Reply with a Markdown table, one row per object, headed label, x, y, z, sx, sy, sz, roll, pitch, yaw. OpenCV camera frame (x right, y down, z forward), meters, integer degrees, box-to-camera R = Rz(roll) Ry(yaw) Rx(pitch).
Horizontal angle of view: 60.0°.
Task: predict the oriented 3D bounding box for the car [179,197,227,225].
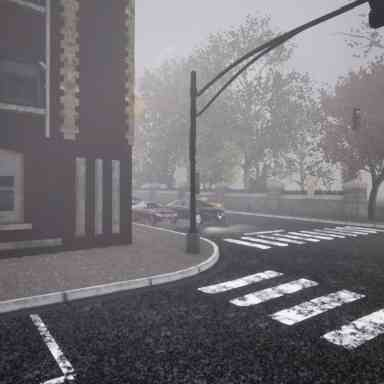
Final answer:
| label | x | y | z | sx | sy | sz | roll | pitch | yaw |
| --- | --- | --- | --- | --- | --- | --- | --- | --- | --- |
| car | 0.164 | 1.208 | 21.687 | 1.837 | 1.490 | 4.892 | 0 | 1 | -39 |

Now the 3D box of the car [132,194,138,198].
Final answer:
| label | x | y | z | sx | sy | sz | roll | pitch | yaw |
| --- | --- | --- | --- | --- | --- | --- | --- | --- | --- |
| car | -5.688 | 1.029 | 29.833 | 1.837 | 1.490 | 4.892 | 0 | 1 | -36 |

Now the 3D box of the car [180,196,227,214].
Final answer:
| label | x | y | z | sx | sy | sz | roll | pitch | yaw |
| --- | --- | --- | --- | --- | --- | --- | --- | --- | --- |
| car | 0.950 | 1.130 | 30.551 | 1.752 | 1.417 | 4.829 | 1 | 0 | -36 |

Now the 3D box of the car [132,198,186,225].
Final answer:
| label | x | y | z | sx | sy | sz | roll | pitch | yaw |
| --- | --- | --- | --- | --- | --- | --- | --- | --- | --- |
| car | -2.503 | 1.257 | 21.022 | 1.802 | 1.307 | 4.206 | 2 | 0 | -36 |

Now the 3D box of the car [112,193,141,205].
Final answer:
| label | x | y | z | sx | sy | sz | roll | pitch | yaw |
| --- | --- | --- | --- | --- | --- | --- | --- | --- | --- |
| car | -8.681 | 0.864 | 43.876 | 2.008 | 1.369 | 4.403 | 1 | 0 | -36 |
